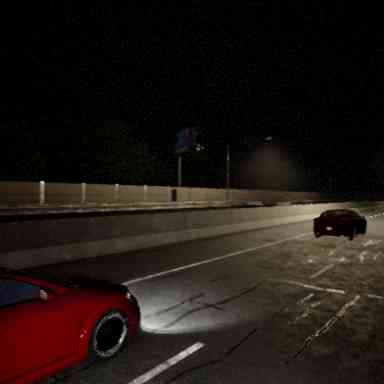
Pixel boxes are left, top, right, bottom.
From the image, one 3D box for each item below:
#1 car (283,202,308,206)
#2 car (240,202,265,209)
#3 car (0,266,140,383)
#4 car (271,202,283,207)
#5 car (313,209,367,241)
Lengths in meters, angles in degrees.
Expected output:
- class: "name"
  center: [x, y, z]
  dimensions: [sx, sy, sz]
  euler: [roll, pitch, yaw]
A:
- class: "car"
  center: [14.097, 2.016, 43.636]
  dimensions: [1.812, 1.442, 4.674]
  euler: [0, -1, 37]
- class: "car"
  center: [8.813, 2.097, 48.261]
  dimensions: [1.895, 1.301, 4.718]
  euler: [0, -1, 37]
- class: "car"
  center: [-2.631, 1.581, 4.102]
  dimensions: [1.994, 1.385, 4.181]
  euler: [0, -1, 37]
- class: "car"
  center: [13.245, 2.132, 48.295]
  dimensions: [1.895, 1.301, 4.718]
  euler: [0, -1, 37]
- class: "car"
  center: [8.275, 1.686, 18.394]
  dimensions: [1.882, 1.535, 5.008]
  euler: [0, -1, 37]
